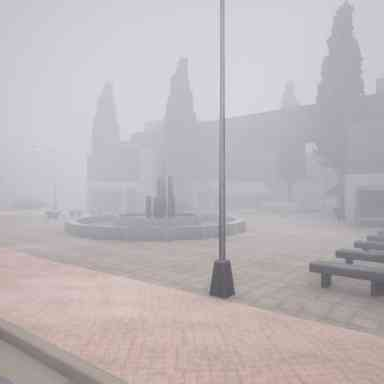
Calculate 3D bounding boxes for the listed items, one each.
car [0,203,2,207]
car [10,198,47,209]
[{"bbox_3d":[-25.791,1.599,40.996,1.895,1.301,4.718,0,0,5],"label":"car"},{"bbox_3d":[-21.817,1.546,44.582,2.033,1.411,5.357,0,0,12],"label":"car"}]
